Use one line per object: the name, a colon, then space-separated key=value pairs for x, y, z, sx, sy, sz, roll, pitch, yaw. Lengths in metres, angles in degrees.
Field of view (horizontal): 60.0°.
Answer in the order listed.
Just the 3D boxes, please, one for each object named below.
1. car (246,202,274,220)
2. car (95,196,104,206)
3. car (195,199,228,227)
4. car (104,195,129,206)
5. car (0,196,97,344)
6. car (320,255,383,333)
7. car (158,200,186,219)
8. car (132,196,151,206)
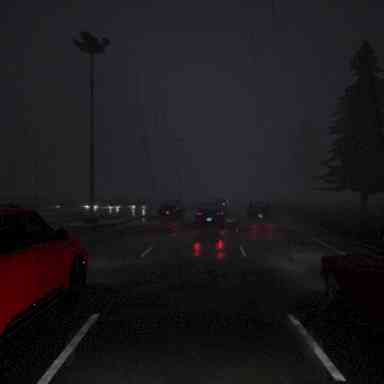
car: x=5.301 y=1.456 z=26.555 sx=1.895 sy=1.301 sz=4.718 roll=0 pitch=0 yaw=6
car: x=-14.297 y=1.294 z=49.604 sx=1.994 sy=1.385 sz=4.181 roll=0 pitch=0 yaw=7
car: x=1.253 y=1.407 z=21.648 sx=1.812 sy=1.442 sz=4.674 roll=0 pitch=0 yaw=6
car: x=-10.804 y=1.223 z=49.330 sx=2.128 sy=1.511 sz=4.902 roll=0 pitch=0 yaw=7
car: x=-3.363 y=1.192 z=4.986 sx=2.150 sy=2.045 sz=5.566 roll=0 pitch=0 yaw=0
car: x=3.634 y=1.573 z=4.970 sx=1.895 sy=1.301 sz=4.718 roll=0 pitch=0 yaw=0
car: x=-1.605 y=1.374 z=27.694 sx=1.812 sy=1.442 sz=4.674 roll=0 pitch=0 yaw=6
car: x=-7.343 y=1.260 z=48.800 sx=1.812 sy=1.442 sz=4.674 roll=0 pitch=0 yaw=7
